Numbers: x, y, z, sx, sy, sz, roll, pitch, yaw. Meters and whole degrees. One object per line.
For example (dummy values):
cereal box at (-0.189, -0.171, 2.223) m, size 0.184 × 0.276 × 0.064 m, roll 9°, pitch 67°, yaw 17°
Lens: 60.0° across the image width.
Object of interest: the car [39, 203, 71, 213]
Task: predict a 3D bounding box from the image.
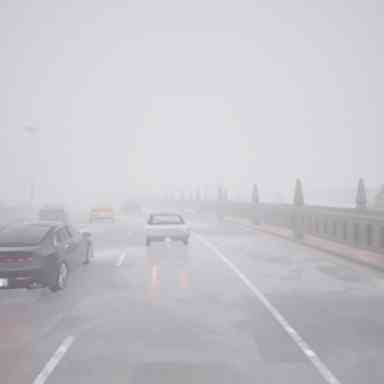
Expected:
car at (-10.646, 1.589, 26.029) m, size 1.882 × 1.535 × 5.008 m, roll 0°, pitch 0°, yaw -15°

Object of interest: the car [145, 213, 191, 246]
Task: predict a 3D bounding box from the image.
car at (-1.291, 1.650, 15.728) m, size 1.895 × 1.301 × 4.718 m, roll 0°, pitch 0°, yaw -8°

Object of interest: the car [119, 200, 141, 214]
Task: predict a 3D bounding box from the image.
car at (-6.994, 1.634, 37.345) m, size 1.837 × 1.490 × 4.892 m, roll 0°, pitch 0°, yaw -20°

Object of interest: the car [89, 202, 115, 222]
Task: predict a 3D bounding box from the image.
car at (-7.381, 1.580, 27.286) m, size 1.882 × 1.535 × 5.008 m, roll 0°, pitch 0°, yaw -15°

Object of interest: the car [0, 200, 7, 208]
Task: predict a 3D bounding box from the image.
car at (-24.318, 1.751, 41.788) m, size 2.033 × 1.411 × 5.357 m, roll 0°, pitch 0°, yaw -26°

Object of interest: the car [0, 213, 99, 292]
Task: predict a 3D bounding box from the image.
car at (-4.001, 1.544, 8.975) m, size 1.837 × 1.490 × 4.892 m, roll 0°, pitch 0°, yaw -5°
